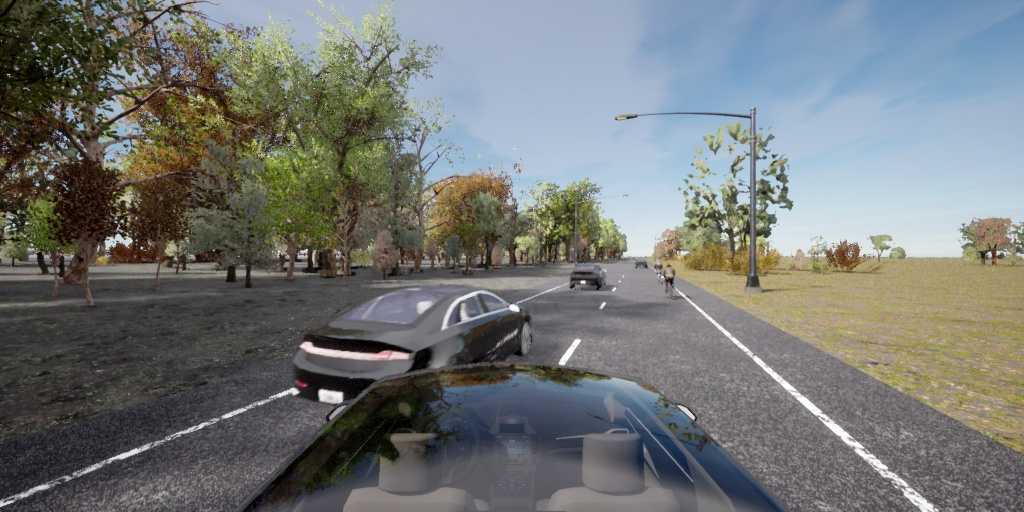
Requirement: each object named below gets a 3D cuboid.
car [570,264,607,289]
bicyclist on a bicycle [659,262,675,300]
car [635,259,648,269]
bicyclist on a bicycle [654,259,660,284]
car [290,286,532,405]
[{"bbox_3d":[4.938,1.258,23.060,1.837,1.490,4.892,0,0,19],"label":"car"},{"bbox_3d":[7.351,1.206,16.764,0.582,1.620,1.656,0,0,19],"label":"bicyclist on a bicycle"},{"bbox_3d":[21.179,1.270,58.700,1.837,1.490,4.892,0,0,19],"label":"car"},{"bbox_3d":[10.543,1.126,25.839,0.659,1.776,1.843,0,0,19],"label":"bicyclist on a bicycle"},{"bbox_3d":[-1.063,1.242,5.993,2.128,1.511,4.902,0,0,19],"label":"car"}]
